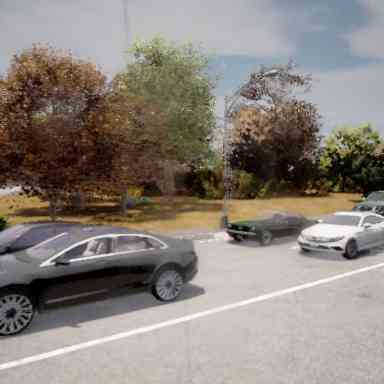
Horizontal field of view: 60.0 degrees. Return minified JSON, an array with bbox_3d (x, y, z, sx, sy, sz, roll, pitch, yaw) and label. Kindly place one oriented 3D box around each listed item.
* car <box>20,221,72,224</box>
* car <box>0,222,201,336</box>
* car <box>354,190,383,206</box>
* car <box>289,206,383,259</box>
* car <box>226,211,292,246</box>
[{"bbox_3d":[-4.307,1.556,9.559,5.357,1.411,2.033,0,0,-38],"label":"car"},{"bbox_3d":[-2.116,1.500,6.773,4.902,1.511,2.128,0,0,-35],"label":"car"},{"bbox_3d":[12.606,0.930,21.485,5.566,2.045,2.150,-2,1,-36],"label":"car"},{"bbox_3d":[6.017,1.476,12.571,4.674,1.442,1.812,-1,1,-35],"label":"car"},{"bbox_3d":[3.818,1.554,15.306,4.718,1.301,1.895,-1,1,-35],"label":"car"}]
